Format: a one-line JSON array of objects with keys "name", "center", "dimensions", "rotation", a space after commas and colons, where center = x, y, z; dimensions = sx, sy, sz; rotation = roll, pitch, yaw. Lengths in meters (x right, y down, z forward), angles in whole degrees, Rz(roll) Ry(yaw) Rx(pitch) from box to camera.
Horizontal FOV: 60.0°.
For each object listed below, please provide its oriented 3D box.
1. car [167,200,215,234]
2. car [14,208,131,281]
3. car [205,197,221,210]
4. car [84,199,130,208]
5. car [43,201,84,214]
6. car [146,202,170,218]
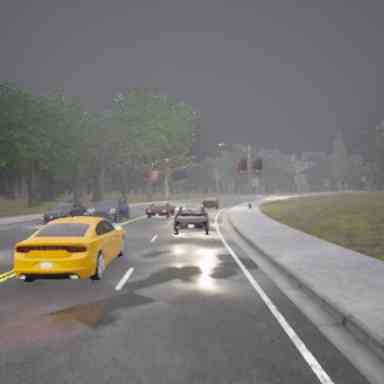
[{"name": "car", "center": [0.032, 1.456, 18.769], "dimensions": [2.128, 1.511, 4.902], "rotation": [0, 0, 2]}, {"name": "car", "center": [-3.274, 1.479, 9.886], "dimensions": [1.882, 1.535, 5.008], "rotation": [0, 0, -1]}, {"name": "car", "center": [2.496, 1.335, 41.251], "dimensions": [1.882, 1.535, 5.008], "rotation": [-1, 0, 11]}, {"name": "car", "center": [-6.282, 1.337, 25.797], "dimensions": [2.097, 1.767, 4.553], "rotation": [0, 0, 5]}, {"name": "car", "center": [-9.579, 1.513, 25.422], "dimensions": [1.837, 1.490, 4.892], "rotation": [-1, 0, 4]}, {"name": "car", "center": [-2.585, 1.551, 28.998], "dimensions": [1.895, 1.301, 4.718], "rotation": [0, 0, 6]}]
